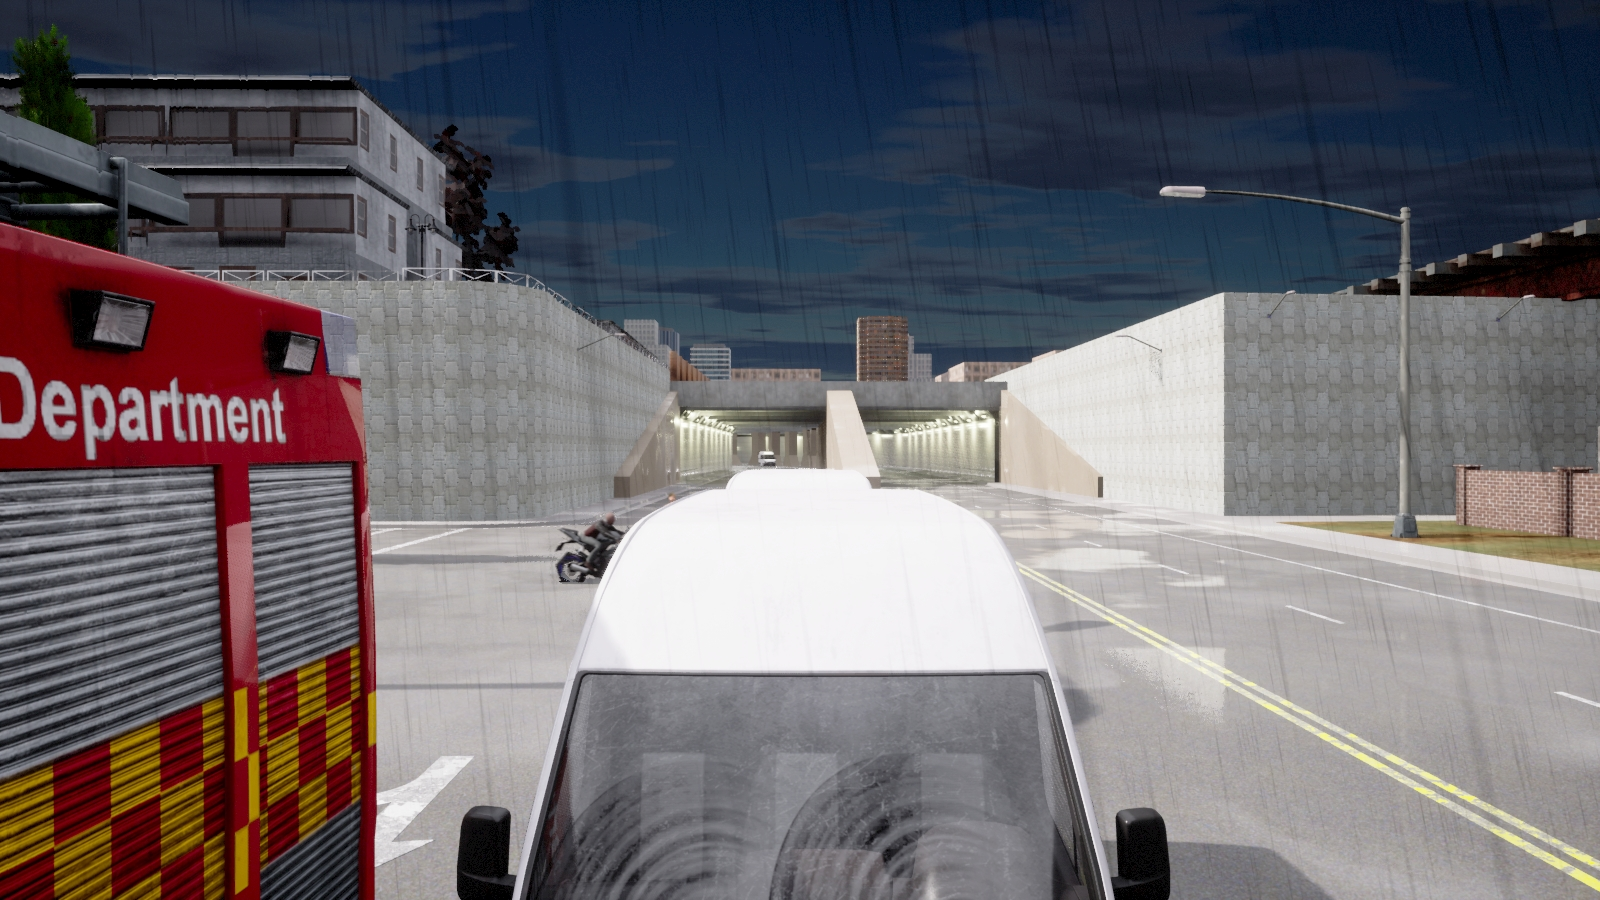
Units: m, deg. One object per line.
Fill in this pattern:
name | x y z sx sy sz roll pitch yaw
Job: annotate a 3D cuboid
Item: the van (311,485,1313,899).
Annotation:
van | 0.047 1.534 5.226 1.988 2.561 5.915 0 0 1
